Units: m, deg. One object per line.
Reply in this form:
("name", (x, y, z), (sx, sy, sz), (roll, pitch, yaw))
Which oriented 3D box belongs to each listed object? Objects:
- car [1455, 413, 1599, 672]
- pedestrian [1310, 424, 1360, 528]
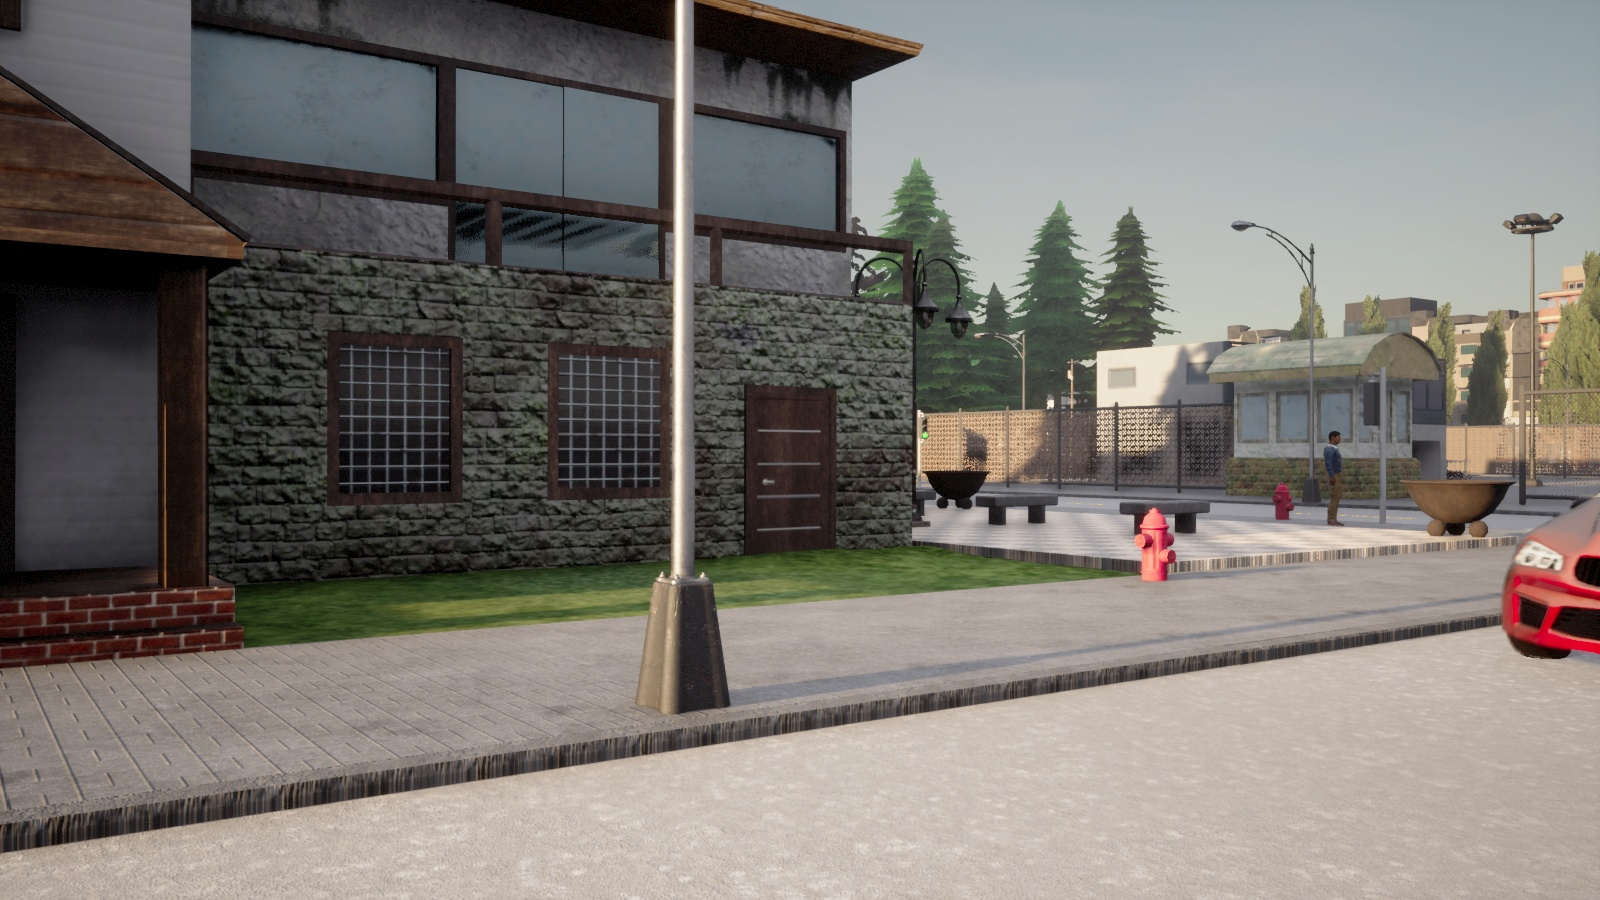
("car", (7.161, 0.597, 9.234), (4.611, 1.667, 2.242), (0, 0, -34))
("pedestrian", (10.221, 0.487, 24.008), (0.788, 1.949, 0.423), (0, 0, 39))
